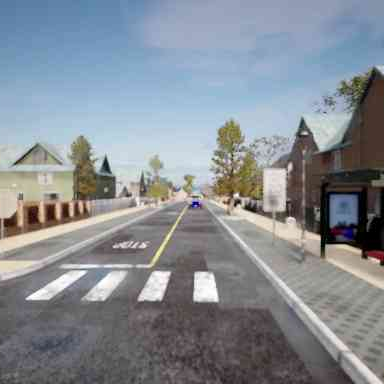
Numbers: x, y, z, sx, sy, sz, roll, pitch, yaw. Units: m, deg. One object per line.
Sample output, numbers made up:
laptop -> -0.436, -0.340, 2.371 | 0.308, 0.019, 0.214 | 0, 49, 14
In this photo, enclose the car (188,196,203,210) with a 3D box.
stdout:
car -> 0.514, 1.684, 46.582 | 1.812, 1.442, 4.674 | 0, 0, 0
